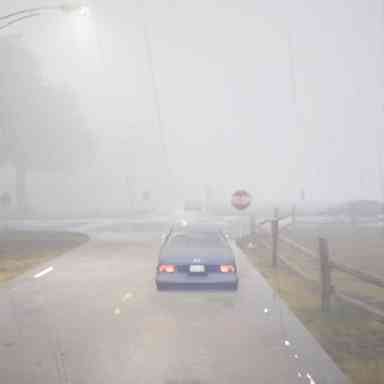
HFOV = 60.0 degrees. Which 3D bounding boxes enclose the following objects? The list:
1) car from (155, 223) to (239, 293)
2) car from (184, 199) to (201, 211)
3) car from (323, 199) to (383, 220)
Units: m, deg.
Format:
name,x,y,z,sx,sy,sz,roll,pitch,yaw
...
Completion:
name,x,y,z,sx,sy,sz,roll,pitch,yaw
car,0.095,1.541,8.999,2.033,1.411,5.357,0,0,0
car,0.093,1.562,40.190,1.994,1.385,4.181,0,0,0
car,12.664,1.317,25.699,4.892,1.490,1.837,-1,1,0
